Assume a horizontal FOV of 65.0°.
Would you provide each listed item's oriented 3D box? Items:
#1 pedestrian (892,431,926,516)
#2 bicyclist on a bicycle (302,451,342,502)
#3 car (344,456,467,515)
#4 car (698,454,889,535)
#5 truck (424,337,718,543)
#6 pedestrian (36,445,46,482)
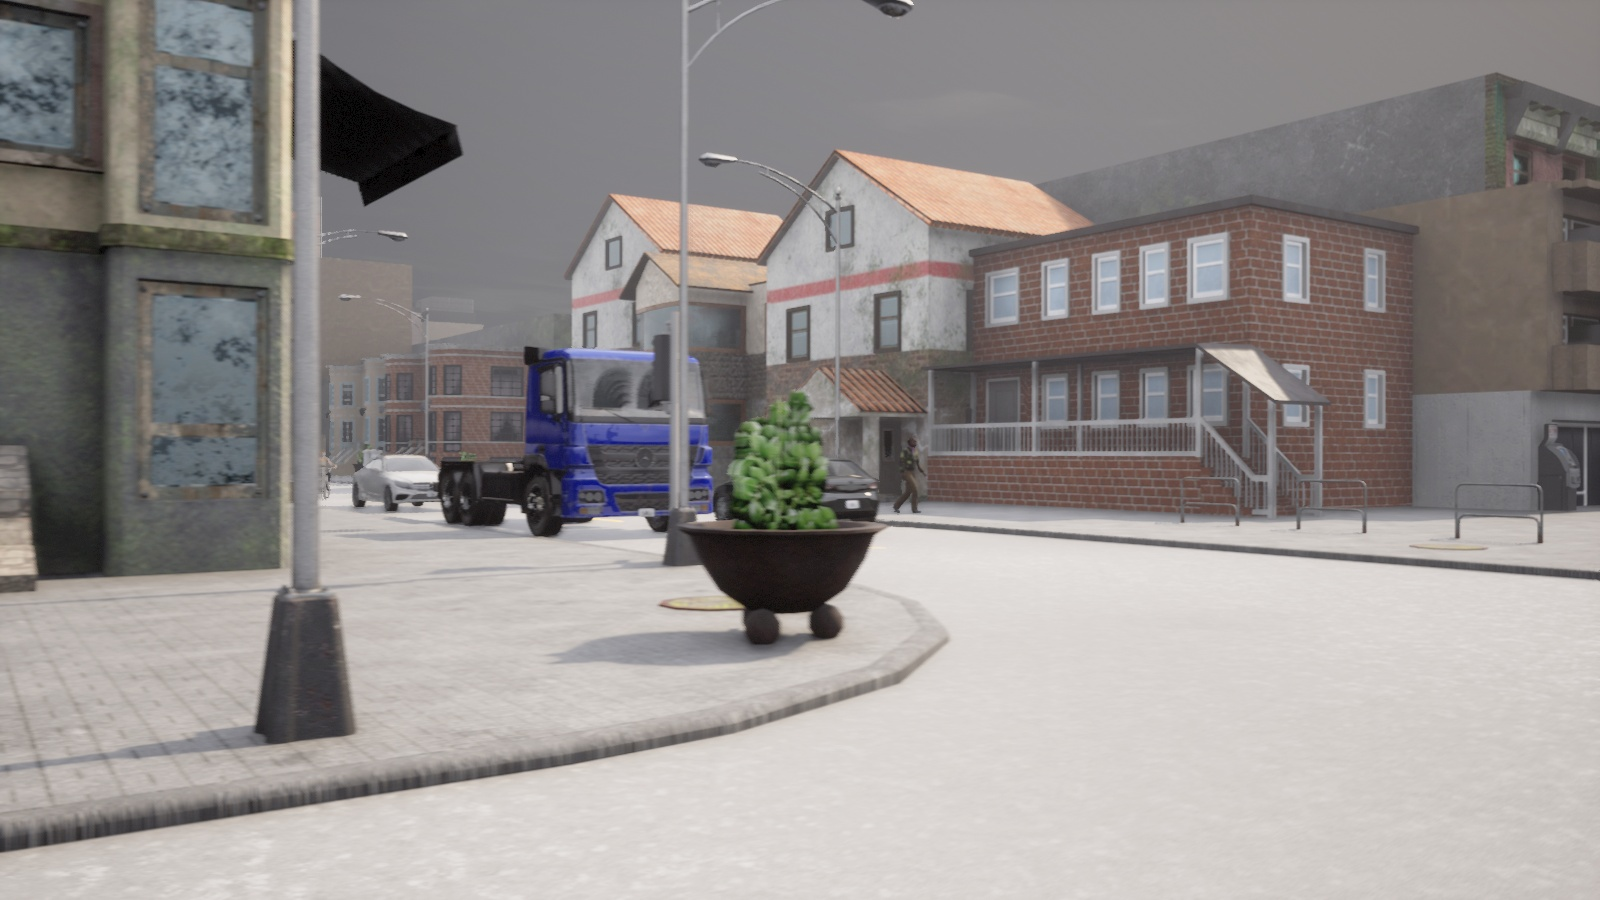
[{"bbox_3d":[2.510,0.530,28.905,0.395,1.930,0.692,0,0,-43],"label":"pedestrian"},{"bbox_3d":[-15.378,0.832,40.386,0.866,1.612,1.509,0,0,-34],"label":"bicyclist on a bicycle"},{"bbox_3d":[-10.552,0.890,33.363,1.812,1.442,4.674,0,0,-35],"label":"car"},{"bbox_3d":[-0.219,0.831,25.389,1.816,1.474,4.193,0,0,-35],"label":"car"},{"bbox_3d":[-4.876,-0.155,25.121,2.891,3.462,7.936,0,0,-33],"label":"truck"},{"bbox_3d":[-39.963,0.729,66.104,0.396,1.930,0.692,0,0,-36],"label":"pedestrian"}]
